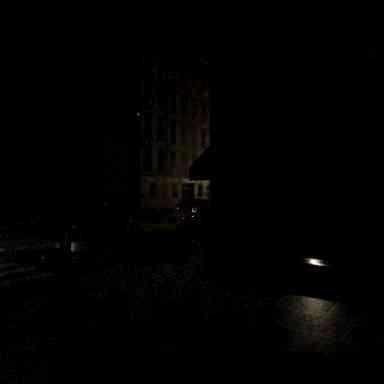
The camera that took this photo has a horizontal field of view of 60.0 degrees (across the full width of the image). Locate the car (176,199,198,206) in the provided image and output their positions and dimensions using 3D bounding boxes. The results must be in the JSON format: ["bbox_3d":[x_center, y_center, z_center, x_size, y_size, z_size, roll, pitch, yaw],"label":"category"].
[{"bbox_3d":[0.605,1.312,25.996,2.097,1.767,4.553,0,0,35],"label":"car"}]

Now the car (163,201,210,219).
[{"bbox_3d":[-0.402,1.510,28.961,1.947,1.339,4.313,0,0,36],"label":"car"}]

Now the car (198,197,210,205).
[{"bbox_3d":[2.826,1.308,19.666,2.192,1.841,5.009,0,0,36],"label":"car"}]

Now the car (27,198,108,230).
[{"bbox_3d":[-7.001,1.271,19.717,2.192,1.841,5.009,0,0,36],"label":"car"}]

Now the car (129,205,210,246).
[{"bbox_3d":[-0.378,1.524,15.185,1.752,1.417,4.829,0,0,36],"label":"car"}]

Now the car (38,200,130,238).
[{"bbox_3d":[-5.229,1.448,17.827,1.882,1.535,5.008,0,0,34],"label":"car"}]
